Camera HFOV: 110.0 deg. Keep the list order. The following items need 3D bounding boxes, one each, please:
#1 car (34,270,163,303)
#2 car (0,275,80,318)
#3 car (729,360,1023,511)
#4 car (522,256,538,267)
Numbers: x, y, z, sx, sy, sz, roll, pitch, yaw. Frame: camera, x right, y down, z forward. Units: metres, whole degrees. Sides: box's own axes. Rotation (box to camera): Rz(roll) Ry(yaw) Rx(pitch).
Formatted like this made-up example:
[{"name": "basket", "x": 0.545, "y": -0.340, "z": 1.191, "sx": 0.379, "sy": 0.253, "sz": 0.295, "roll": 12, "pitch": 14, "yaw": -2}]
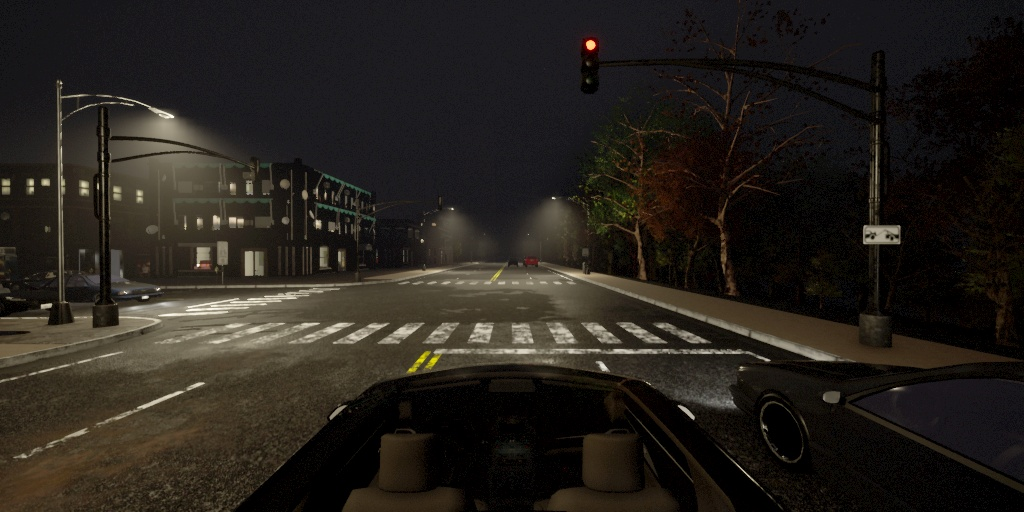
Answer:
[{"name": "car", "x": -19.282, "y": 1.511, "z": 16.413, "sx": 5.357, "sy": 1.411, "sz": 2.033, "roll": -1, "pitch": 1, "yaw": 3}, {"name": "car", "x": -19.931, "y": 1.565, "z": 13.688, "sx": 4.313, "sy": 1.339, "sz": 1.948, "roll": 0, "pitch": 0, "yaw": 0}, {"name": "car", "x": 3.326, "y": 1.297, "z": 1.696, "sx": 2.033, "sy": 1.411, "sz": 5.357, "roll": 0, "pitch": 0, "yaw": 3}, {"name": "car", "x": 3.440, "y": 0.948, "z": 63.902, "sx": 2.150, "sy": 2.045, "sz": 5.566, "roll": 0, "pitch": 0, "yaw": 0}]
